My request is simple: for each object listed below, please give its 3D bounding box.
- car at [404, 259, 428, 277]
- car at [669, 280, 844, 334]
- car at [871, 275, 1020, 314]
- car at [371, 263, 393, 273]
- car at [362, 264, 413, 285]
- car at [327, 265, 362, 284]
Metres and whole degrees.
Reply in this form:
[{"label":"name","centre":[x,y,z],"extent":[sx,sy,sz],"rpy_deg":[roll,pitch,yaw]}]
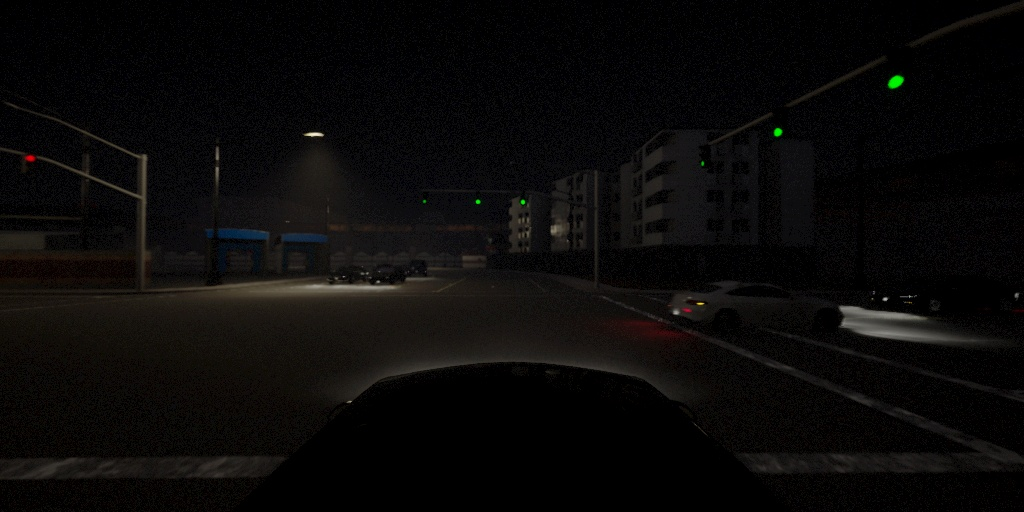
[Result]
[{"label":"car","centre":[-11.351,1.426,43.396],"extent":[2.150,2.045,5.566],"rpy_deg":[0,-1,-12]},{"label":"car","centre":[7.224,1.464,10.846],"extent":[4.674,1.442,1.812],"rpy_deg":[0,-1,-2]},{"label":"car","centre":[17.721,1.528,14.783],"extent":[4.892,1.490,1.837],"rpy_deg":[0,-1,-2]},{"label":"car","centre":[-20.810,1.860,57.221],"extent":[2.033,1.411,5.357],"rpy_deg":[1,-1,-34]},{"label":"car","centre":[-10.333,1.614,30.232],"extent":[2.033,1.411,5.357],"rpy_deg":[0,-1,-1]},{"label":"car","centre":[-13.871,1.561,30.640],"extent":[1.837,1.490,4.892],"rpy_deg":[0,-1,-1]}]
